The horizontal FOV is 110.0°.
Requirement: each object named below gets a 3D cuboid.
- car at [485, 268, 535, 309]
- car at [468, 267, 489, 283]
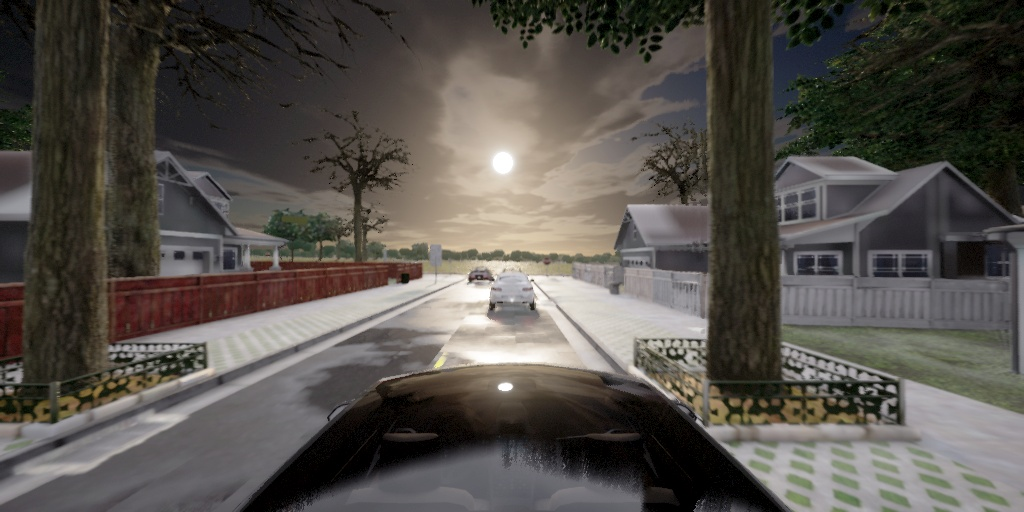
[{"bbox_3d":[0.027,1.423,15.757,1.812,1.442,4.674,0,0,1],"label":"car"},{"bbox_3d":[-2.772,1.657,32.410,1.994,1.385,4.181,0,-1,0],"label":"car"}]
